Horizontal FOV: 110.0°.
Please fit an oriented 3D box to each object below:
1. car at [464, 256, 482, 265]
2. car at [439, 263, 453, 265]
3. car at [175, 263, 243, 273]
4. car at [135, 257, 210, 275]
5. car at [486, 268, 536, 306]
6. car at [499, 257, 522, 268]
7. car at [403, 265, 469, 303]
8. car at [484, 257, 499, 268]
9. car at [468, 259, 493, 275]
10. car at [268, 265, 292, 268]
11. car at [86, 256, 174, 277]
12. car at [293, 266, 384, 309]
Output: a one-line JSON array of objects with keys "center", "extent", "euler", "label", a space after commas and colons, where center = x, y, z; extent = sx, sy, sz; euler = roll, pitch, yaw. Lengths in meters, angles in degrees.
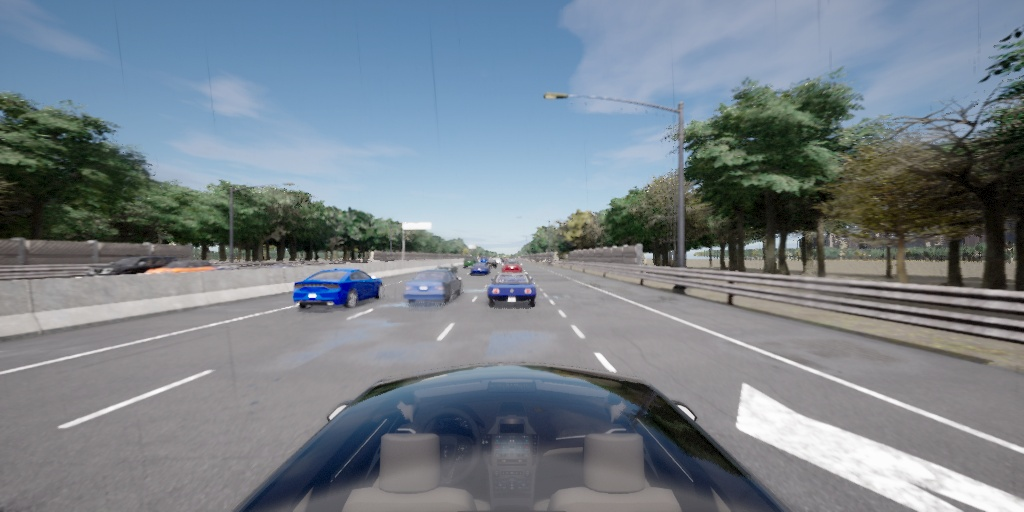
[{"center": [-7.002, 1.082, 61.828], "extent": [2.150, 2.045, 5.566], "euler": [0, 0, 0], "label": "car"}, {"center": [-7.003, 1.414, 38.836], "extent": [1.895, 1.301, 4.718], "euler": [0, 0, 0], "label": "car"}, {"center": [-21.091, 1.391, 26.008], "extent": [1.895, 1.301, 4.718], "euler": [0, 0, 0], "label": "car"}, {"center": [-24.586, 1.144, 26.812], "extent": [2.097, 1.767, 4.553], "euler": [0, 0, 0], "label": "car"}, {"center": [0.000, 1.372, 15.850], "extent": [1.895, 1.301, 4.718], "euler": [0, 0, 0], "label": "car"}, {"center": [0.000, 1.160, 37.020], "extent": [2.097, 1.767, 4.553], "euler": [0, 0, 0], "label": "car"}, {"center": [-3.502, 1.321, 16.703], "extent": [2.033, 1.411, 5.357], "euler": [0, 0, 0], "label": "car"}, {"center": [-3.500, 1.338, 61.750], "extent": [1.882, 1.535, 5.008], "euler": [0, 0, 0], "label": "car"}, {"center": [-3.501, 1.380, 40.492], "extent": [1.994, 1.385, 4.181], "euler": [0, 0, 0], "label": "car"}, {"center": [-17.586, 1.357, 27.180], "extent": [1.994, 1.385, 4.181], "euler": [0, 0, 0], "label": "car"}, {"center": [-28.090, 1.014, 26.998], "extent": [2.150, 2.045, 5.566], "euler": [0, 0, 0], "label": "car"}, {"center": [-6.999, 1.249, 15.046], "extent": [1.882, 1.535, 5.008], "euler": [0, 0, 0], "label": "car"}]
